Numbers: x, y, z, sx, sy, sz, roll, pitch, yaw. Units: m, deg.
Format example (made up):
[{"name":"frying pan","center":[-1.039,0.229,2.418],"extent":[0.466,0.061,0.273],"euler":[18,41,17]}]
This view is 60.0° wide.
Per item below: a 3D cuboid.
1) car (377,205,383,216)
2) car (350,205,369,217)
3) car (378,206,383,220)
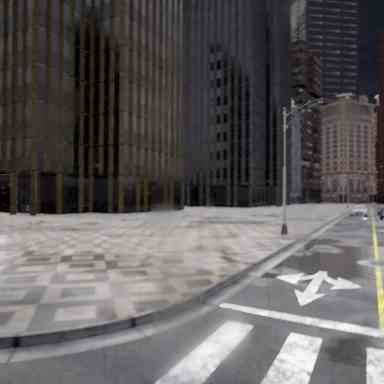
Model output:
[{"name":"car","center":[26.425,2.544,45.410],"extent":[1.895,1.301,4.718],"euler":[0,-1,28]},{"name":"car","center":[21.003,2.367,41.677],"extent":[1.812,1.442,4.674],"euler":[0,-1,28]},{"name":"car","center":[21.487,2.302,36.200],"extent":[2.033,1.411,5.357],"euler":[0,-1,28]}]
